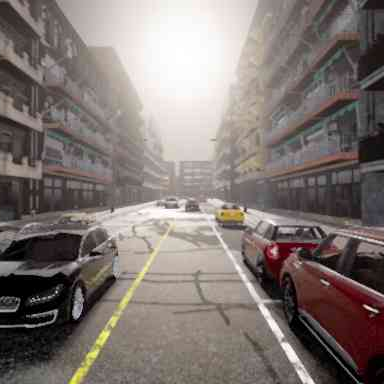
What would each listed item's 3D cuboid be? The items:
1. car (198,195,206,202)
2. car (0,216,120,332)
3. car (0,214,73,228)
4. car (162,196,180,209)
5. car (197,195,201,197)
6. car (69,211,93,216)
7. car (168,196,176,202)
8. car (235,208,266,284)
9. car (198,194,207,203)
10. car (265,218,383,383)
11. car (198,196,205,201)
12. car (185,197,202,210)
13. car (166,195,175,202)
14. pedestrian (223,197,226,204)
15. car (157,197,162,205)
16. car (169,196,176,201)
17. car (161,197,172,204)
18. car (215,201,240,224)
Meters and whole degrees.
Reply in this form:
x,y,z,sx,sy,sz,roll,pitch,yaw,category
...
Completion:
x,y,z,sx,sy,sz,roll,pitch,yaw,category
2.548,1.640,87.438,1.967,1.590,4.097,1,0,0,car
-2.854,1.509,7.169,1.837,1.490,4.892,0,0,0,car
-5.307,1.558,9.510,2.008,1.369,4.403,1,0,0,car
-2.851,1.611,47.425,1.812,1.442,4.674,0,0,0,car
-0.016,1.668,54.961,1.994,1.385,4.181,0,0,0,car
-5.308,1.541,14.902,1.752,1.417,4.829,1,0,0,car
-5.333,1.725,87.236,1.752,1.417,4.829,1,0,0,car
2.575,1.448,9.548,1.967,1.590,4.097,1,0,0,car
2.551,1.688,76.481,1.752,1.417,4.829,1,0,0,car
2.578,1.316,3.984,2.192,1.841,5.009,1,0,0,car
2.544,1.803,93.001,1.802,1.307,4.206,1,0,0,car
0.044,1.681,45.064,1.895,1.301,4.718,0,0,0,car
-5.330,1.620,81.843,1.967,1.590,4.097,1,0,0,car
2.741,1.337,28.148,0.375,1.860,0.375,1,-1,0,pedestrian
-5.323,1.640,59.416,1.752,1.417,4.829,1,0,0,car
-5.335,1.745,92.800,1.752,1.417,4.829,1,0,0,car
-5.328,1.711,70.713,1.947,1.339,4.313,1,0,0,car
2.741,1.492,25.141,1.801,1.575,5.366,0,0,0,car
